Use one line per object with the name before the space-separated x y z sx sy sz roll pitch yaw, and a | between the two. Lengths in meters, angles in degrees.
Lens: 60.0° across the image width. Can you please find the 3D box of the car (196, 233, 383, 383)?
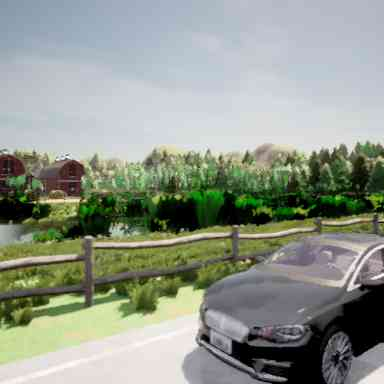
car | 2.305 1.484 5.365 4.902 1.511 2.128 0 0 -36
